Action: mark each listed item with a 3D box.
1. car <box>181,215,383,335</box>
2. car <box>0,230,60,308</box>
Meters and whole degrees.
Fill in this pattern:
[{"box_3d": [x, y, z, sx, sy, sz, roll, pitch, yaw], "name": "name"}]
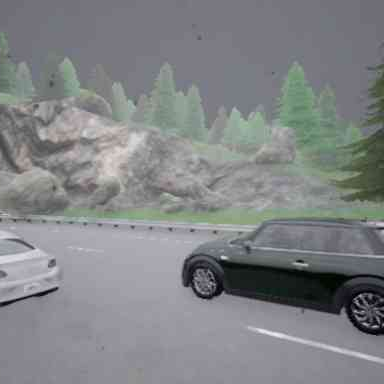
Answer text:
[{"box_3d": [1.969, 1.293, 6.800, 4.553, 1.767, 2.097, 0, 0, 35], "name": "car"}, {"box_3d": [-4.804, 1.543, 7.168, 4.674, 1.442, 1.812, 0, 0, 32], "name": "car"}]
